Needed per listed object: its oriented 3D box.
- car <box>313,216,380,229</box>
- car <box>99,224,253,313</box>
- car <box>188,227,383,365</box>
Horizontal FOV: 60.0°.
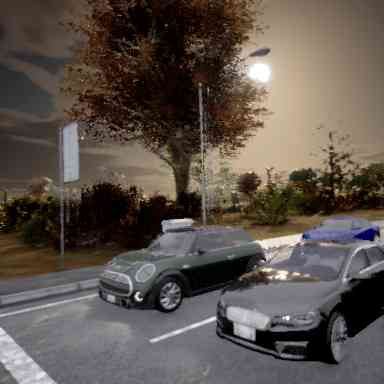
[{"bbox_3d":[6.748,1.882,14.901,5.008,1.535,1.882,0,-3,-43],"label":"car"},{"bbox_3d":[-0.081,1.715,8.701,4.553,1.767,2.097,0,-3,-42],"label":"car"},{"bbox_3d":[2.512,1.684,6.281,4.902,1.511,2.128,0,-3,-43],"label":"car"}]
